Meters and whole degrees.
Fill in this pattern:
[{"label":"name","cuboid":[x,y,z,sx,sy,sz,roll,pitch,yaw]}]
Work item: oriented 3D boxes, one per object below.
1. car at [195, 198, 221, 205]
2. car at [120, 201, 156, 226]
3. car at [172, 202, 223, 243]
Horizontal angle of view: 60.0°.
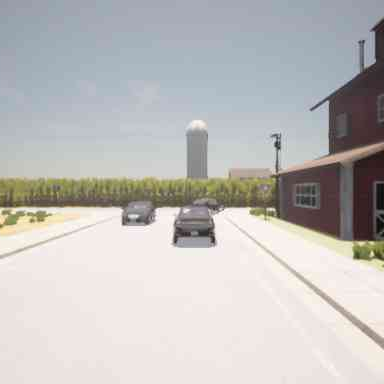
[{"label":"car","cuboid":[1.438,1.369,31.837,1.837,1.490,4.892,-2,0,23]},{"label":"car","cuboid":[-3.556,1.389,22.728,2.128,1.511,4.902,0,0,0]},{"label":"car","cuboid":[0.098,1.421,15.597,2.128,1.511,4.902,0,0,0]}]
